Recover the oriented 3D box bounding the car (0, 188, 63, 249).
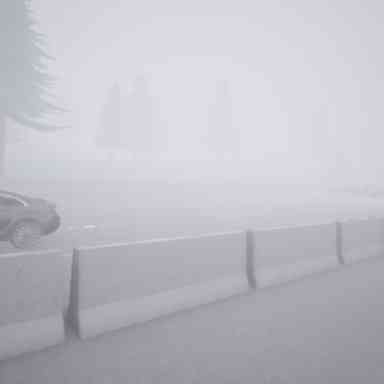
[{"bbox_3d":[-5.780,0.626,8.147,4.902,1.511,2.128,0,5,-39],"label":"car"}]

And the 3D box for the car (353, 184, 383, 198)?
[{"bbox_3d":[21.050,-0.223,38.618,4.674,1.442,1.812,-1,5,-39],"label":"car"}]

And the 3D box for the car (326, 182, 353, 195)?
[{"bbox_3d":[18.858,-0.499,41.333,5.357,1.411,2.033,-1,5,-39],"label":"car"}]
